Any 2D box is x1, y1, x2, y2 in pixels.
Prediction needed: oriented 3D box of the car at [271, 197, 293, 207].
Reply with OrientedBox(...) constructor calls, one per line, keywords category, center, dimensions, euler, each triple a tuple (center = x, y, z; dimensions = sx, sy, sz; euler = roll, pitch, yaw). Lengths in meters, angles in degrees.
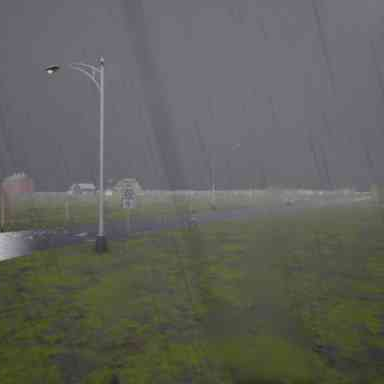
OrientedBox(category="car", center=(13.772, 1.500, 50.341), dimensions=(2.033, 1.411, 5.357), euler=(1, 0, 34))
